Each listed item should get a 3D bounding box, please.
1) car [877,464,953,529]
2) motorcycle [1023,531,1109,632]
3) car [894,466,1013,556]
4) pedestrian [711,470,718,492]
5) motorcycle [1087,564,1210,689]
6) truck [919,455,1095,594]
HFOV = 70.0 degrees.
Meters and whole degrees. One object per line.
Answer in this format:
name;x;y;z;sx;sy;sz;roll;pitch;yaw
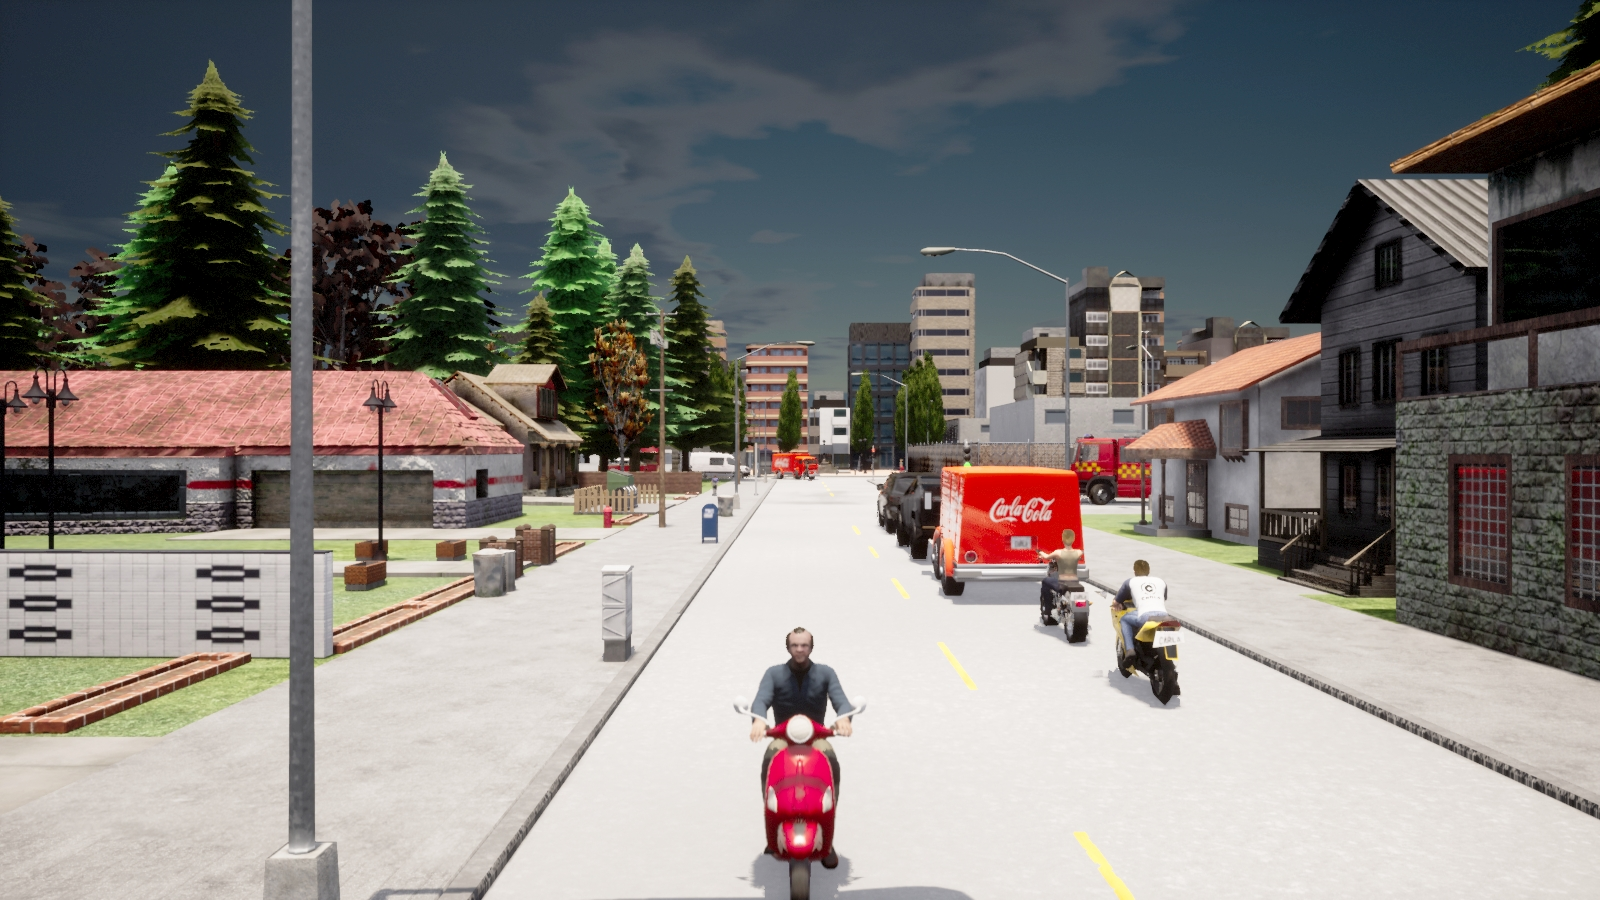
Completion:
car;3.981;1.562;40.420;2.150;2.045;5.566;0;0;0
motorcycle;3.999;1.950;17.386;0.764;1.277;2.356;0;0;0
car;3.988;1.533;30.897;2.390;2.098;6.274;0;0;0
pedestrian;-5.010;1.803;67.220;0.375;1.300;0.375;0;0;3
motorcycle;3.995;1.993;13.266;0.803;1.145;2.033;0;0;0
truck;3.996;1.349;23.176;2.627;2.467;5.204;0;0;0
